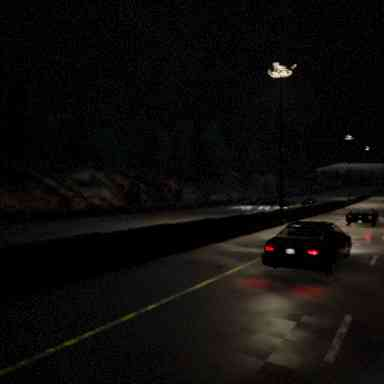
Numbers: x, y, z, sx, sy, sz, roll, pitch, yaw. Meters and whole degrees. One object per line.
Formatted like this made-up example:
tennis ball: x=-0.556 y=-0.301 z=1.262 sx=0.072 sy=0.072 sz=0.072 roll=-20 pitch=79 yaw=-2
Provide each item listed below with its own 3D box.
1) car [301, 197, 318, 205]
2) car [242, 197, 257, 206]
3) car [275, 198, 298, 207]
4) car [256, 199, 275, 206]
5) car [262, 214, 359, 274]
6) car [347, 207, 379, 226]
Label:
car: x=19.542 y=1.636 z=55.170 sx=1.837 sy=1.490 sz=4.892 roll=-1 pitch=0 yaw=33
car: x=10.692 y=1.757 z=60.797 sx=2.128 sy=1.511 sz=4.902 roll=-1 pitch=0 yaw=33
car: x=16.603 y=1.723 z=57.051 sx=2.033 sy=1.411 sz=5.357 roll=-1 pitch=0 yaw=33
car: x=13.647 y=1.821 z=58.918 sx=1.895 sy=1.301 sz=4.718 roll=-1 pitch=0 yaw=33
car: x=4.054 y=1.684 z=11.181 sx=2.033 sy=1.411 sz=5.357 roll=-1 pitch=-1 yaw=33
car: x=12.943 y=1.774 z=25.096 sx=1.895 sy=1.301 sz=4.718 roll=-1 pitch=0 yaw=33
